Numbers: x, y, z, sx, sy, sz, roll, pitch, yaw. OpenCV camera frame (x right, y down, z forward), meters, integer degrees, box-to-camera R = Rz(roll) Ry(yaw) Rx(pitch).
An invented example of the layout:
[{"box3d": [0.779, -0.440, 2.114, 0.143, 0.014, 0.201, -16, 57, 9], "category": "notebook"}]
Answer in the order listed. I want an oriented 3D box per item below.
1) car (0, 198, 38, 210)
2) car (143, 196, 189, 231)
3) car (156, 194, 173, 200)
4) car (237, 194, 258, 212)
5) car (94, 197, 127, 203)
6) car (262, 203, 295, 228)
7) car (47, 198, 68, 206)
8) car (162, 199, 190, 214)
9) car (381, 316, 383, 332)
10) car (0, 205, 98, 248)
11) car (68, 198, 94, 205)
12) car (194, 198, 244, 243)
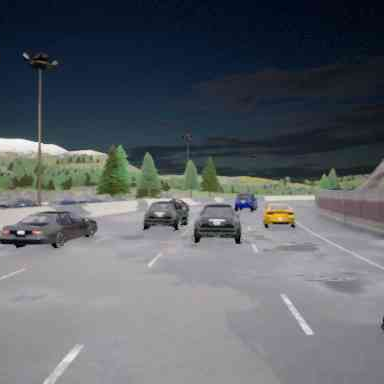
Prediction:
[{"box3d": [-22.137, 1.502, 42.322, 2.033, 1.411, 5.357, 0, 0, 15], "category": "car"}, {"box3d": [-1.512, 1.358, 21.093, 2.097, 1.767, 4.553, 0, 0, 9], "category": "car"}, {"box3d": [-6.516, 1.187, 79.801, 1.994, 1.385, 4.181, 0, 0, 30], "category": "car"}, {"box3d": [6.545, 1.260, 39.927, 2.150, 2.045, 5.566, 0, 0, 17], "category": "car"}, {"box3d": [-10.496, 1.468, 44.549, 1.882, 1.535, 5.008, 0, 0, 18], "category": "car"}, {"box3d": [5.881, 1.506, 22.848, 1.882, 1.535, 5.008, 0, 0, 10], "category": "car"}, {"box3d": [-17.602, 1.496, 45.240, 1.812, 1.442, 4.674, 0, 0, 17], "category": "car"}, {"box3d": [-1.661, 1.539, 36.785, 1.812, 1.442, 4.674, 0, 0, 15], "category": "car"}, {"box3d": [3.749, 1.577, 3.203, 1.994, 1.385, 4.181, 0, 0, 1], "category": "car"}, {"box3d": [-5.977, 1.537, 14.664, 2.033, 1.411, 5.357, 0, 0, 6], "category": "car"}, {"box3d": [-13.964, 1.528, 45.284, 2.033, 1.411, 5.357, 0, 0, 17], "category": "car"}, {"box3d": [1.334, 1.364, 16.444, 2.097, 1.767, 4.553, 0, 0, 7], "category": "car"}]
